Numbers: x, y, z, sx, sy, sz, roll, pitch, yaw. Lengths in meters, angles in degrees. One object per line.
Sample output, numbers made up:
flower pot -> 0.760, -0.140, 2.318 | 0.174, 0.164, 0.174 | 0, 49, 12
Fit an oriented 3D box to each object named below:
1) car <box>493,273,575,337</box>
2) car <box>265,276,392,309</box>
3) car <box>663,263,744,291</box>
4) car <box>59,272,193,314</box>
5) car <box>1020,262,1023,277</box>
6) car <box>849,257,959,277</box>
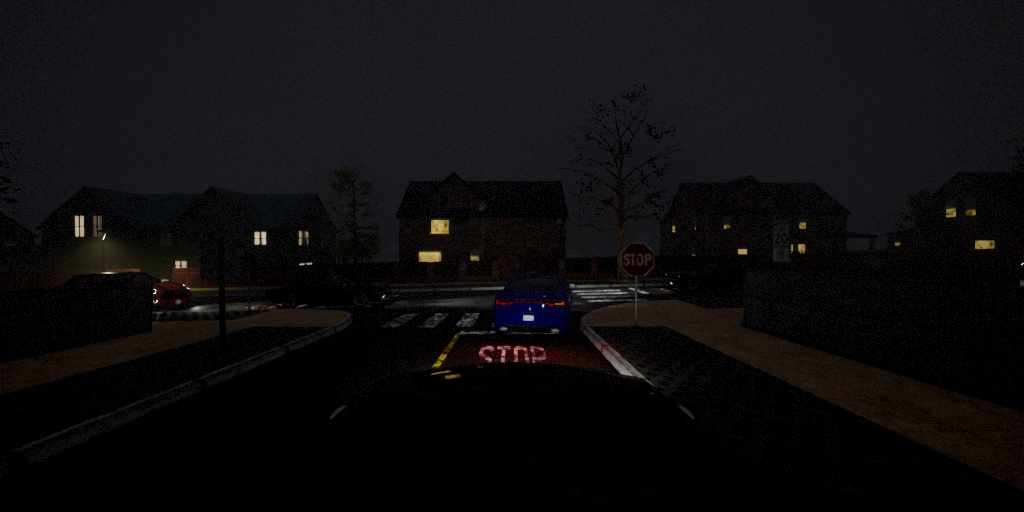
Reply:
car -> 0.789, 1.226, 10.413 | 1.882, 1.535, 5.008 | 0, 0, 10
car -> -7.807, 1.506, 15.623 | 4.718, 1.301, 1.895 | -1, 1, 0
car -> 10.416, 1.034, 18.545 | 4.718, 1.301, 1.895 | -1, 1, -1
car -> -16.794, 1.472, 15.619 | 4.553, 1.767, 2.097 | -1, 1, 0
car -> 29.571, 0.335, 18.567 | 4.553, 1.767, 2.097 | -1, 1, 0
car -> 20.061, 0.753, 18.578 | 5.357, 1.411, 2.033 | -1, 1, 0
